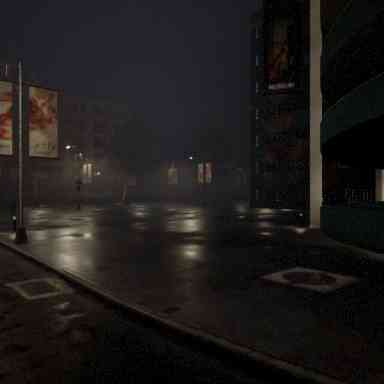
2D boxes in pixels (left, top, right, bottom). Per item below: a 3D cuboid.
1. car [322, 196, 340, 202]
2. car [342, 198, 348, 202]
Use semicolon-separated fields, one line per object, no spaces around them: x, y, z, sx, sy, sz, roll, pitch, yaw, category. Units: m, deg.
15.593;1.320;39.958;4.674;1.452;2.002;0;0;-41;car
22.136;1.413;51.046;4.786;1.482;2.161;0;0;-41;car
